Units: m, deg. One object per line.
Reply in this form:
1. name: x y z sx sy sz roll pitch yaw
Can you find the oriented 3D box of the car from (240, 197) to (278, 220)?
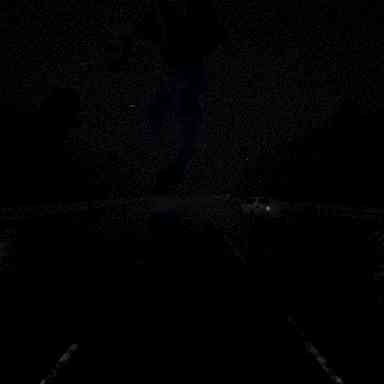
1. car: 6.067 1.452 30.612 2.150 2.045 5.566 0 -1 -7
